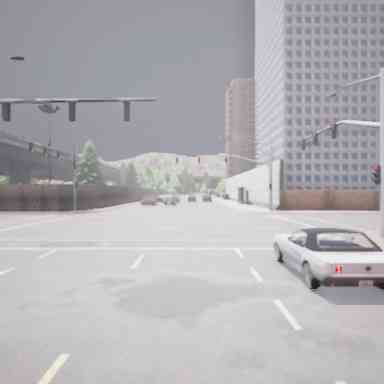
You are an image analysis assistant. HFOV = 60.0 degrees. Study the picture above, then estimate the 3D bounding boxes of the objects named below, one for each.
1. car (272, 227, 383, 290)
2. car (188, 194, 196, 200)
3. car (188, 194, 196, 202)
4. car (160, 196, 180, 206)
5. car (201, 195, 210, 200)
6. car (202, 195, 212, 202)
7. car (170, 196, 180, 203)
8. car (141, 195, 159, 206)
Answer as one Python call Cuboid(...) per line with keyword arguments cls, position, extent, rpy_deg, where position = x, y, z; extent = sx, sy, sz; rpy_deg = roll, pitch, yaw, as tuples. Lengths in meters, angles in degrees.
Cuboid(cls="car", position=(3.580, 1.602, 9.040), extent=(1.895, 1.301, 4.718), rpy_deg=(0, 0, 0))
Cuboid(cls="car", position=(-0.019, 1.343, 84.961), extent=(1.837, 1.490, 4.892), rpy_deg=(0, 0, 0))
Cuboid(cls="car", position=(-0.017, 1.483, 74.739), extent=(1.882, 1.535, 5.008), rpy_deg=(0, 0, 0))
Cuboid(cls="car", position=(-3.571, 1.502, 54.566), extent=(2.128, 1.511, 4.902), rpy_deg=(0, 0, 0))
Cuboid(cls="car", position=(3.481, 1.383, 84.961), extent=(2.033, 1.411, 5.357), rpy_deg=(0, 0, 0))
Cuboid(cls="car", position=(3.483, 1.506, 74.738), extent=(1.837, 1.490, 4.892), rpy_deg=(0, 0, 0))
Cuboid(cls="car", position=(-3.516, 1.565, 70.043), extent=(1.994, 1.385, 4.181), rpy_deg=(0, 0, 0))
Cuboid(cls="car", position=(-7.071, 1.361, 54.433), extent=(2.097, 1.767, 4.553), rpy_deg=(0, 0, 0))
